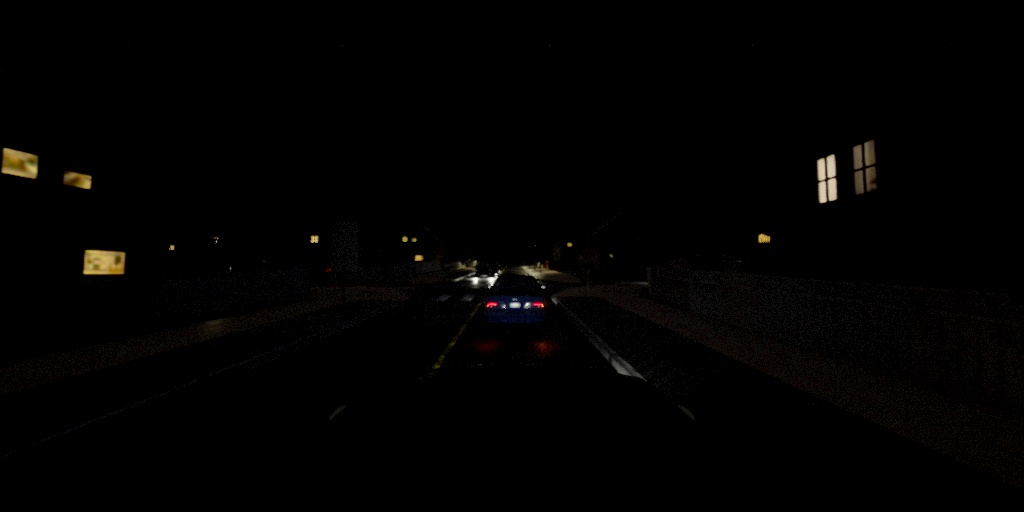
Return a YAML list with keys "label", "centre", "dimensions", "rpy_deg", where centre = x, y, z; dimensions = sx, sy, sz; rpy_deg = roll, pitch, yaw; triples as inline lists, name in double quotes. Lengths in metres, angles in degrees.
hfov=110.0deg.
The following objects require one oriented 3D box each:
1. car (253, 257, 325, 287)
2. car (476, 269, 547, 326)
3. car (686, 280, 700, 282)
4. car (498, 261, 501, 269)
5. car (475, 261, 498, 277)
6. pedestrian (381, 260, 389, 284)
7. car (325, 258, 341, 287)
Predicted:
- label: "car"
  centre: [-14.486, 1.106, 21.990]
  dimensions: [4.553, 1.767, 2.097]
  rpy_deg: [0, -3, 2]
- label: "car"
  centre: [0.151, 1.330, 11.790]
  dimensions: [2.033, 1.411, 5.357]
  rpy_deg: [0, 0, 2]
- label: "car"
  centre: [15.234, 1.409, 27.978]
  dimensions: [4.674, 1.442, 1.812]
  rpy_deg: [0, -3, -14]
- label: "car"
  centre: [-2.817, 1.478, 48.640]
  dimensions: [1.837, 1.490, 4.892]
  rpy_deg: [0, 0, 0]
- label: "car"
  centre: [-2.830, 1.387, 38.293]
  dimensions: [1.882, 1.535, 5.008]
  rpy_deg: [0, 0, 0]
- label: "pedestrian"
  centre: [-9.807, 1.206, 27.666]
  dimensions: [0.375, 1.860, 0.375]
  rpy_deg: [0, -3, -1]
- label: "car"
  centre: [-14.937, 1.143, 25.045]
  dimensions: [5.566, 2.045, 2.150]
  rpy_deg: [0, -3, -1]
